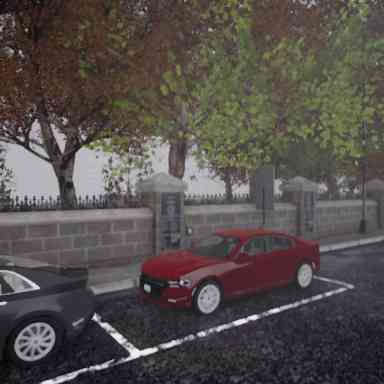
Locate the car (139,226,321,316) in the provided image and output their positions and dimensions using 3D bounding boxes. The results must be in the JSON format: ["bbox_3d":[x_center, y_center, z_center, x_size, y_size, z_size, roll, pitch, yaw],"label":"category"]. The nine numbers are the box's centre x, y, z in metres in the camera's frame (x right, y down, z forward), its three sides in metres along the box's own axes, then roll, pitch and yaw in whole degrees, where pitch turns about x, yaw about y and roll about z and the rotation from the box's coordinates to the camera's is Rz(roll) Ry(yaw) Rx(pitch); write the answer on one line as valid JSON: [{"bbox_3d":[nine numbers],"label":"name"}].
[{"bbox_3d":[1.009,1.508,7.419,4.507,1.381,1.887,-1,1,-35],"label":"car"}]

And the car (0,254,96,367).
[{"bbox_3d":[-3.480,1.554,4.173,4.403,1.369,2.008,-1,1,-35],"label":"car"}]
